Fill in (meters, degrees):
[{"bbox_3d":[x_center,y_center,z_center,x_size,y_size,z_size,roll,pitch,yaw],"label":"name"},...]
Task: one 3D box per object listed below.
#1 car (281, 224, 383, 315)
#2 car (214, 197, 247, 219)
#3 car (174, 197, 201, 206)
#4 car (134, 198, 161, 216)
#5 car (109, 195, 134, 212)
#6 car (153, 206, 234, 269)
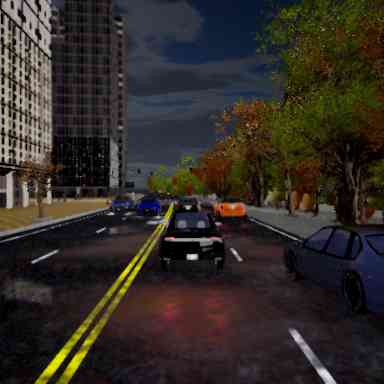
[{"bbox_3d":[3.360,1.335,6.574,2.033,1.411,5.357,-1,-3,-1],"label":"car"},{"bbox_3d":[2.906,1.157,26.311,2.097,1.767,4.553,-2,0,-1],"label":"car"},{"bbox_3d":[-0.344,1.188,26.572,2.097,1.767,4.553,0,0,-1],"label":"car"},{"bbox_3d":[-3.912,1.289,30.828,1.882,1.535,5.008,0,0,-2],"label":"car"},{"bbox_3d":[-7.323,1.138,35.148,2.097,1.767,4.553,0,0,-2],"label":"car"},{"bbox_3d":[-0.011,1.422,10.877,2.128,1.511,4.902,0,0,-1],"label":"car"}]
